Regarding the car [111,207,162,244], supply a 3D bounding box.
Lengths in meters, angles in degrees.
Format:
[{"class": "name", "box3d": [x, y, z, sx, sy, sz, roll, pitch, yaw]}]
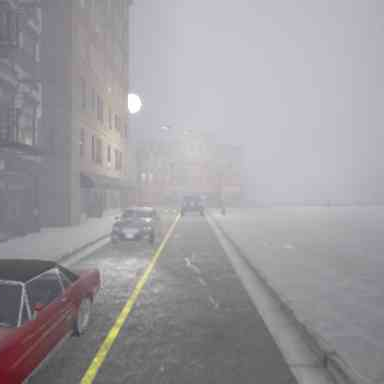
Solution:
[{"class": "car", "box3d": [-2.499, 1.492, 15.837, 2.128, 1.511, 4.902, 0, 0, 0]}]

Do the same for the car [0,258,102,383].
[{"class": "car", "box3d": [-2.596, 1.600, 3.903, 1.895, 1.301, 4.718, 0, 0, 0]}]

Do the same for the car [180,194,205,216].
[{"class": "car", "box3d": [0.048, 1.234, 32.532, 2.150, 2.045, 5.566, 0, 0, 1]}]
